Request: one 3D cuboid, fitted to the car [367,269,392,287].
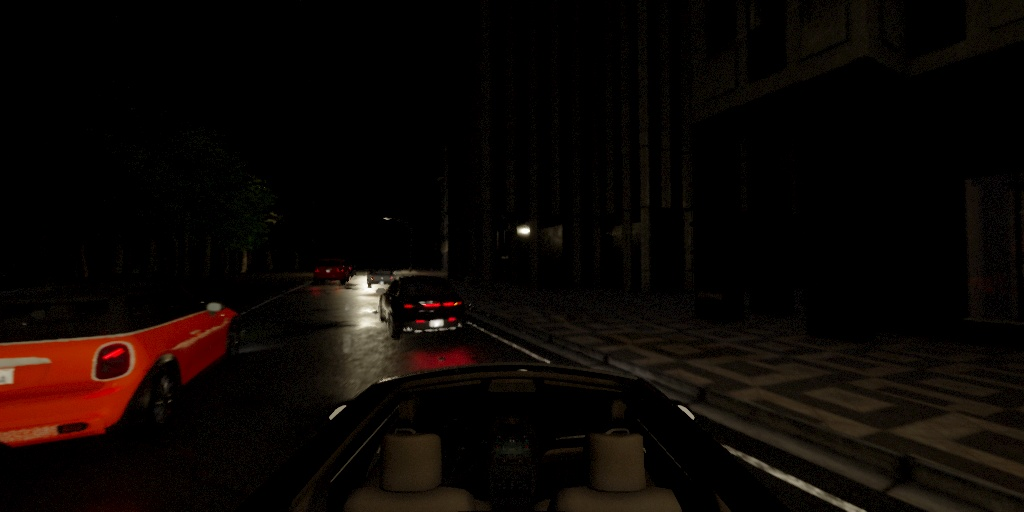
[{"bbox_3d":[-9.877,1.594,27.002,1.895,1.301,4.718,0,-1,-22],"label":"car"}]

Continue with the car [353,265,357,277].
[{"bbox_3d":[-18.743,1.437,40.313,2.097,1.767,4.553,0,-1,-18],"label":"car"}]

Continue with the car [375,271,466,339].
[{"bbox_3d":[-2.791,1.354,10.616,1.837,1.490,4.892,0,-1,-25],"label":"car"}]

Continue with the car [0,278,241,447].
[{"bbox_3d":[-5.595,1.133,5.126,2.097,1.767,4.553,0,-1,-25],"label":"car"}]

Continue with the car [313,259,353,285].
[{"bbox_3d":[-14.614,1.225,29.261,2.150,2.045,5.566,0,0,-20],"label":"car"}]
